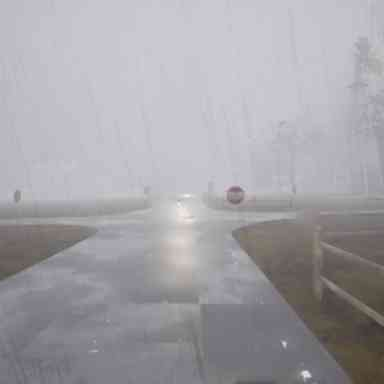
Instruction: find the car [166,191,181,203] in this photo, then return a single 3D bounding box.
[{"bbox_3d":[-2.759,0.676,51.130,2.097,1.767,4.553,0,0,0],"label":"car"}]
